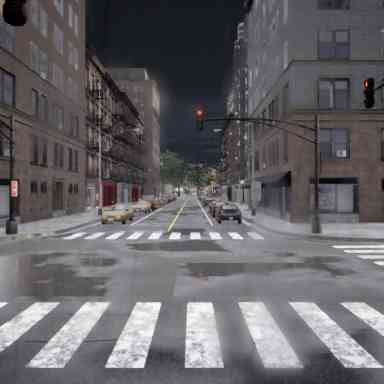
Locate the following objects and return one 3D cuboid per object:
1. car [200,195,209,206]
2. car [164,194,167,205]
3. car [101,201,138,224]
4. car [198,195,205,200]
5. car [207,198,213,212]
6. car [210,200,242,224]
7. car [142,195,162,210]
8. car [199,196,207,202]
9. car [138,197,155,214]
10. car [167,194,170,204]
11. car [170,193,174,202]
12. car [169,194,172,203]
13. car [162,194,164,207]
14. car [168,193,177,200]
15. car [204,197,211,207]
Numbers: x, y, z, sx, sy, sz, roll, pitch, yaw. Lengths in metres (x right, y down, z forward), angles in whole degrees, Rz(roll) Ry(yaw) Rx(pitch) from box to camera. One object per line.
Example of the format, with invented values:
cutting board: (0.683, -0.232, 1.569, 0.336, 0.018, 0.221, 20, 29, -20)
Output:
car: (2.648, 1.555, 52.073, 2.008, 1.369, 4.403, 0, 0, 0)
car: (-5.395, 1.444, 52.075, 1.967, 1.590, 4.097, 0, 0, 0)
car: (-5.411, 1.526, 24.495, 1.752, 1.417, 4.829, 0, 0, 0)
car: (2.657, 1.593, 90.447, 1.802, 1.307, 4.206, 0, 0, 0)
car: (2.643, 1.546, 30.145, 1.887, 1.381, 4.507, 0, 0, 0)
car: (2.642, 1.551, 24.664, 2.008, 1.369, 4.403, 0, 0, 0)
car: (-5.401, 1.317, 41.111, 2.192, 1.841, 5.009, 0, 0, 0)
car: (2.654, 1.553, 79.483, 1.887, 1.381, 4.507, 0, 0, 0)
car: (-5.405, 1.527, 35.459, 1.752, 1.417, 4.829, 0, 0, 0)
car: (-5.392, 1.555, 57.557, 2.008, 1.369, 4.403, 0, 0, 0)
car: (-5.385, 1.321, 68.522, 2.192, 1.841, 5.009, 0, 0, 0)
car: (-5.389, 1.571, 63.040, 1.947, 1.339, 4.313, 0, 0, 0)
car: (-5.398, 1.443, 46.593, 1.967, 1.590, 4.097, 0, 0, 0)
car: (-5.373, 1.326, 90.450, 2.192, 1.841, 5.009, 0, 0, 0)
car: (2.644, 1.552, 35.627, 2.008, 1.369, 4.403, 0, 0, 0)
